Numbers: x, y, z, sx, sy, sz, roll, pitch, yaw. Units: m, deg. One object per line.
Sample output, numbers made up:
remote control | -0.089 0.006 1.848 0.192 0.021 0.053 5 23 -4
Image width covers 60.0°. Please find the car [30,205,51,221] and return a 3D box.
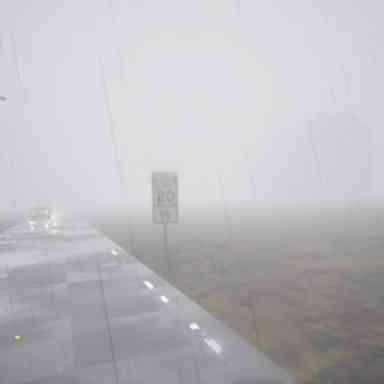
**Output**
car | -18.010 2.394 39.567 2.097 1.767 4.553 -2 -1 -22
